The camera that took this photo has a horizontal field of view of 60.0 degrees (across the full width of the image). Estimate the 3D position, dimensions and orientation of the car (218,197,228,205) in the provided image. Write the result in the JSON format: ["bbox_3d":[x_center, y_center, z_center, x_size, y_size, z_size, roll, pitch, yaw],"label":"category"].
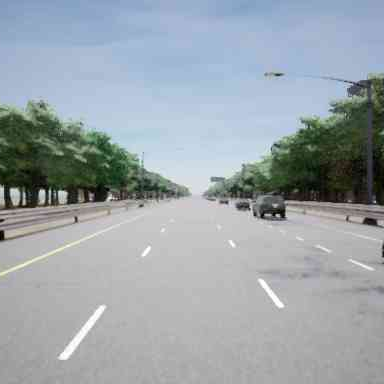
[{"bbox_3d":[7.355,2.067,78.248,2.097,1.767,4.553,0,-1,1],"label":"car"}]

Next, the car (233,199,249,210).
[{"bbox_3d":[7.138,1.815,47.887,1.837,1.490,4.892,0,-1,0],"label":"car"}]

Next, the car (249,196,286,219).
[{"bbox_3d":[7.059,1.351,30.806,2.150,2.045,5.566,0,0,0],"label":"car"}]

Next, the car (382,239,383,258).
[{"bbox_3d":[7.006,1.362,8.595,2.097,1.767,4.553,0,0,0],"label":"car"}]
